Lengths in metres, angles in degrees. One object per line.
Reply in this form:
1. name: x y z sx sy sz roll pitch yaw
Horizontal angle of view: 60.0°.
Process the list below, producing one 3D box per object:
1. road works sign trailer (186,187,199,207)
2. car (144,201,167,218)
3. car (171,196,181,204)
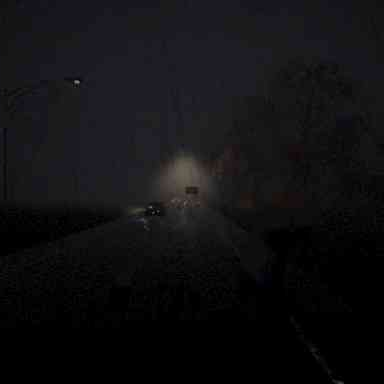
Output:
1. road works sign trailer: 0.029 0.827 59.889 2.380 3.560 2.880 0 0 0
2. car: -3.584 1.709 33.039 1.837 1.490 4.892 0 0 0
3. car: -3.480 1.769 73.882 2.097 1.767 4.553 0 0 0
